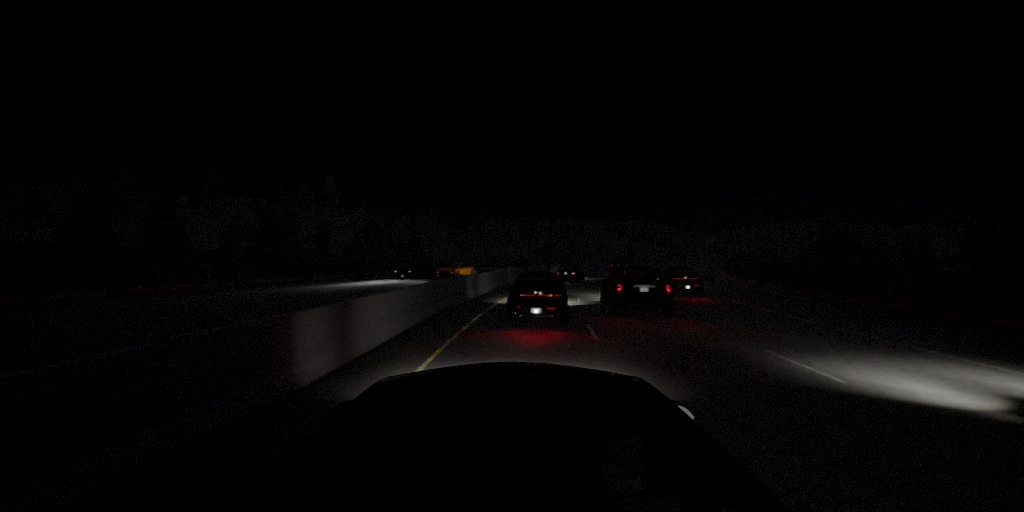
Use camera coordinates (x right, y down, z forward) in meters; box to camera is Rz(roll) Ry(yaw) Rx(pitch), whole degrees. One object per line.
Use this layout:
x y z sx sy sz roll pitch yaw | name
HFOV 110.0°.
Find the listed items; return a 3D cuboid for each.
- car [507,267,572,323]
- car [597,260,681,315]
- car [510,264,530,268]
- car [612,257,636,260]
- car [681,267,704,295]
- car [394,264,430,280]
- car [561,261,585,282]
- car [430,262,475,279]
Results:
0.946 1.291 12.442 1.837 1.490 4.892 0 0 6 | car
4.738 1.156 14.123 2.097 1.767 4.553 0 0 8 | car
0.912 1.490 39.612 1.895 1.301 4.718 0 0 23 | car
11.459 1.107 37.114 2.150 2.045 5.566 0 0 24 | car
9.562 1.339 20.738 1.837 1.490 4.892 0 0 13 | car
-8.875 1.445 33.355 1.895 1.301 4.718 0 0 18 | car
4.986 1.403 30.257 2.033 1.411 5.357 0 0 19 | car
-5.188 1.329 33.320 1.882 1.535 5.008 0 0 19 | car
